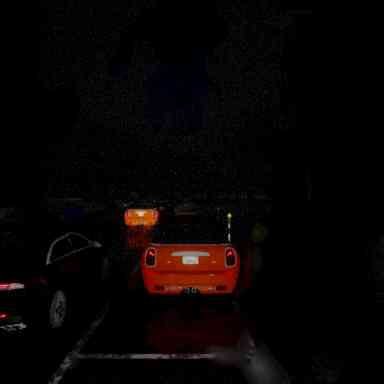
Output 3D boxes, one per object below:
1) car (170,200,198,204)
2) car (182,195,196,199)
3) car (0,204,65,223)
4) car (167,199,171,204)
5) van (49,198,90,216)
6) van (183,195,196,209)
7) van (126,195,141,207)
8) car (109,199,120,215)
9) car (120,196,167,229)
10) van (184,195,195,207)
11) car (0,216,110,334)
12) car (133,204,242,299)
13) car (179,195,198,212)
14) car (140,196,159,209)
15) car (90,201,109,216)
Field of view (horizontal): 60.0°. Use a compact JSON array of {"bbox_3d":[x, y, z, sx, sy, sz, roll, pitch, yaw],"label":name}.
[{"bbox_3d":[-0.374,1.530,23.743,1.752,1.417,4.829,0,0,0],"label":"car"},{"bbox_3d":[-0.369,1.449,34.448,1.967,1.590,4.097,0,0,0],"label":"car"},{"bbox_3d":[-8.901,1.571,18.139,1.947,1.339,4.313,0,0,0],"label":"car"},{"bbox_3d":[-3.130,1.537,37.454,1.812,1.442,4.674,0,0,0],"label":"car"},{"bbox_3d":[-8.899,1.348,23.576,1.690,1.788,3.998,0,0,0],"label":"van"},{"bbox_3d":[-0.365,1.356,45.323,1.690,1.788,3.998,0,0,0],"label":"van"},{"bbox_3d":[-8.888,1.361,50.764,1.690,1.788,3.998,0,0,0],"label":"van"},{"bbox_3d":[-8.895,1.577,34.451,1.947,1.339,4.313,0,0,0],"label":"car"},{"bbox_3d":[-3.036,1.356,21.842,2.097,1.767,4.553,0,0,0],"label":"car"},{"bbox_3d":[-0.363,1.359,50.761,1.690,1.788,3.998,0,0,0],"label":"van"},{"bbox_3d":[-3.043,1.492,6.725,2.128,1.511,4.902,0,0,0],"label":"car"},{"bbox_3d":[-0.028,1.353,8.619,2.097,1.767,4.553,0,0,0],"label":"car"},{"bbox_3d":[-0.368,1.327,39.886,2.192,1.841,5.009,0,0,0],"label":"car"},{"bbox_3d":[-6.125,1.423,48.177,2.097,1.767,4.553,0,0,0],"label":"car"},{"bbox_3d":[-8.897,1.534,28.844,1.752,1.417,4.829,0,0,0],"label":"car"}]
